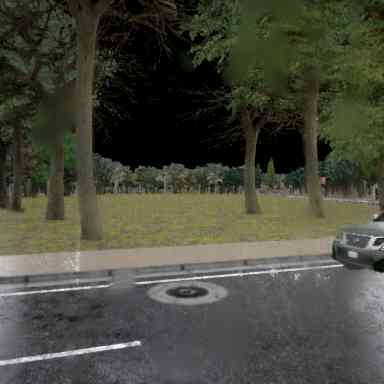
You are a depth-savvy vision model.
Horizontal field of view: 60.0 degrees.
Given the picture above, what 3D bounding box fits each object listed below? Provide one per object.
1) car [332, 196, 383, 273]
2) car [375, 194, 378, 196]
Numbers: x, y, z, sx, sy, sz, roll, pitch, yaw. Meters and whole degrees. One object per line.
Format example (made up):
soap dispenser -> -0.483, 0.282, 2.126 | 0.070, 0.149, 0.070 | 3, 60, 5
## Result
car -> 6.680, 1.221, 9.270 | 5.566, 2.045, 2.150 | 0, 0, -19
car -> 45.225, 1.253, 80.036 | 1.994, 1.385, 4.181 | 0, 0, 5
